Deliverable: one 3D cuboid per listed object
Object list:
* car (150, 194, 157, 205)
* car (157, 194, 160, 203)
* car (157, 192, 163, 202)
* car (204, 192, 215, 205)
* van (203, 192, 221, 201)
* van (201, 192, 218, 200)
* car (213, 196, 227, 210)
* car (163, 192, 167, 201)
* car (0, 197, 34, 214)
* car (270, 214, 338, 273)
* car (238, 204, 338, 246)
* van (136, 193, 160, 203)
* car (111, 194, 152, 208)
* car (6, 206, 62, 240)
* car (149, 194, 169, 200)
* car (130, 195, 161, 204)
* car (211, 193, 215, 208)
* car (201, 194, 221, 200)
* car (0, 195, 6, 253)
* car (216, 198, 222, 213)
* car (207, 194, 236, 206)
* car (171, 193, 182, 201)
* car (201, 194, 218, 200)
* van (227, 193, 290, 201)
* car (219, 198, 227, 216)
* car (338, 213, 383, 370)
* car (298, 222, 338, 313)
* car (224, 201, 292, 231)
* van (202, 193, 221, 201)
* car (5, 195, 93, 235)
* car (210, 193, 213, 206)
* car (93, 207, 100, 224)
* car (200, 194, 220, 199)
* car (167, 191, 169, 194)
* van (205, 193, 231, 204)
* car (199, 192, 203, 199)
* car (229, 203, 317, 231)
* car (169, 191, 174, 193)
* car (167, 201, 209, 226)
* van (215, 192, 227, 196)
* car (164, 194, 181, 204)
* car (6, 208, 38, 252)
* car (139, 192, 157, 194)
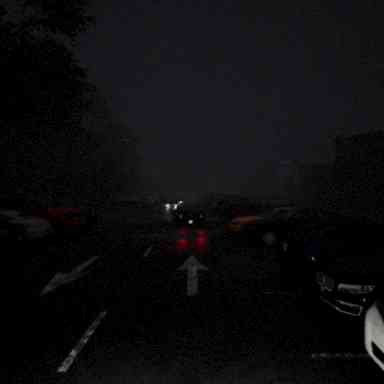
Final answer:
[{"bbox_3d":[-8.154,1.408,47.562,5.366,1.575,1.946,0,0,0],"label":"car"},{"bbox_3d":[-8.311,1.435,55.889,4.792,1.488,2.163,0,0,0],"label":"car"},{"bbox_3d":[-8.369,1.152,58.664,5.566,2.045,2.435,0,0,0],"label":"car"},{"bbox_3d":[4.769,1.161,45.157,5.566,2.045,2.435,0,0,0],"label":"car"},{"bbox_3d":[4.854,1.104,81.604,4.442,1.987,1.878,0,0,0],"label":"van"},{"bbox_3d":[4.620,1.057,87.214,4.442,1.987,1.878,0,0,0],"label":"van"},{"bbox_3d":[4.747,1.422,31.141,5.008,1.535,2.097,0,0,0],"label":"car"},{"bbox_3d":[-8.370,1.147,66.991,5.566,2.045,2.435,0,0,0],"label":"car"},{"bbox_3d":[-18.719,1.270,32.650,5.357,1.411,2.033,1,3,1],"label":"car"},{"bbox_3d":[4.773,1.477,8.717,4.792,1.488,2.163,0,0,0],"label":"car"},{"bbox_3d":[4.749,1.435,14.325,5.008,1.535,2.097,0,0,0],"label":"car"},{"bbox_3d":[-8.458,1.174,64.215,4.442,1.987,1.878,0,0,0],"label":"van"},{"bbox_3d":[-8.345,1.414,44.785,4.892,1.521,2.231,0,0,0],"label":"car"},{"bbox_3d":[-8.334,1.476,13.992,4.674,1.452,2.002,0,0,0],"label":"car"},{"bbox_3d":[-8.337,1.315,83.653,4.892,1.521,2.231,0,0,0],"label":"car"},{"bbox_3d":[-8.527,1.399,61.441,5.366,1.575,1.946,0,0,0],"label":"car"},{"bbox_3d":[4.710,1.293,36.748,4.553,1.767,2.185,0,0,0],"label":"car"},{"bbox_3d":[4.742,1.307,84.413,5.008,1.535,2.097,0,0,0],"label":"car"},{"bbox_3d":[-8.308,1.197,8.544,5.566,2.045,2.435,0,0,0],"label":"car"},{"bbox_3d":[4.771,1.454,28.338,4.792,1.488,2.163,0,0,0],"label":"car"},{"bbox_3d":[4.709,1.281,53.567,4.553,1.767,2.185,0,0,0],"label":"car"},{"bbox_3d":[-3.257,1.455,72.812,1.994,1.385,4.181,0,0,0],"label":"car"},{"bbox_3d":[4.734,1.299,90.020,4.674,1.452,2.002,0,0,0],"label":"car"},{"bbox_3d":[4.859,1.202,22.731,4.442,1.987,1.878,0,0,0],"label":"van"},{"bbox_3d":[4.771,1.455,25.535,4.792,1.488,2.163,0,0,0],"label":"car"},{"bbox_3d":[4.716,1.216,3.111,5.566,2.045,2.435,0,0,0],"label":"car"},{"bbox_3d":[4.749,1.457,5.919,4.892,1.521,2.231,0,0,0],"label":"car"},{"bbox_3d":[4.558,1.429,17.125,5.366,1.575,1.946,0,0,0],"label":"car"},{"bbox_3d":[4.621,1.123,78.802,4.442,1.987,1.878,0,0,0],"label":"van"},{"bbox_3d":[-8.307,1.181,16.899,5.566,2.045,2.435,0,0,0],"label":"car"},{"bbox_3d":[4.772,1.291,39.551,4.553,1.767,2.185,0,0,0],"label":"car"},{"bbox_3d":[-8.308,1.179,19.561,5.566,2.045,2.435,0,0,0],"label":"car"},{"bbox_3d":[4.921,1.232,92.822,5.366,1.575,1.946,0,0,0],"label":"car"},{"bbox_3d":[-8.313,1.140,69.768,5.566,2.045,2.435,0,0,0],"label":"car"},{"bbox_3d":[4.623,1.177,59.174,4.442,1.987,1.878,0,0,0],"label":"van"},{"bbox_3d":[4.767,1.148,64.781,5.566,2.045,2.435,0,0,0],"label":"car"},{"bbox_3d":[4.714,1.459,19.928,4.792,1.488,2.163,0,0,0],"label":"car"},{"bbox_3d":[-8.314,1.039,86.426,5.566,2.045,2.435,0,0,0],"label":"car"},{"bbox_3d":[-0.390,1.549,22.772,1.895,1.301,4.718,0,0,-8],"label":"car"},{"bbox_3d":[4.858,1.194,33.944,4.442,1.987,1.878,0,0,0],"label":"van"},{"bbox_3d":[-3.314,1.451,57.025,1.812,1.442,4.674,0,0,0],"label":"car"},{"bbox_3d":[-8.331,1.442,11.331,5.008,1.535,2.097,0,0,0],"label":"car"},{"bbox_3d":[-8.371,1.282,53.112,4.553,1.767,2.185,0,0,0],"label":"car"}]
